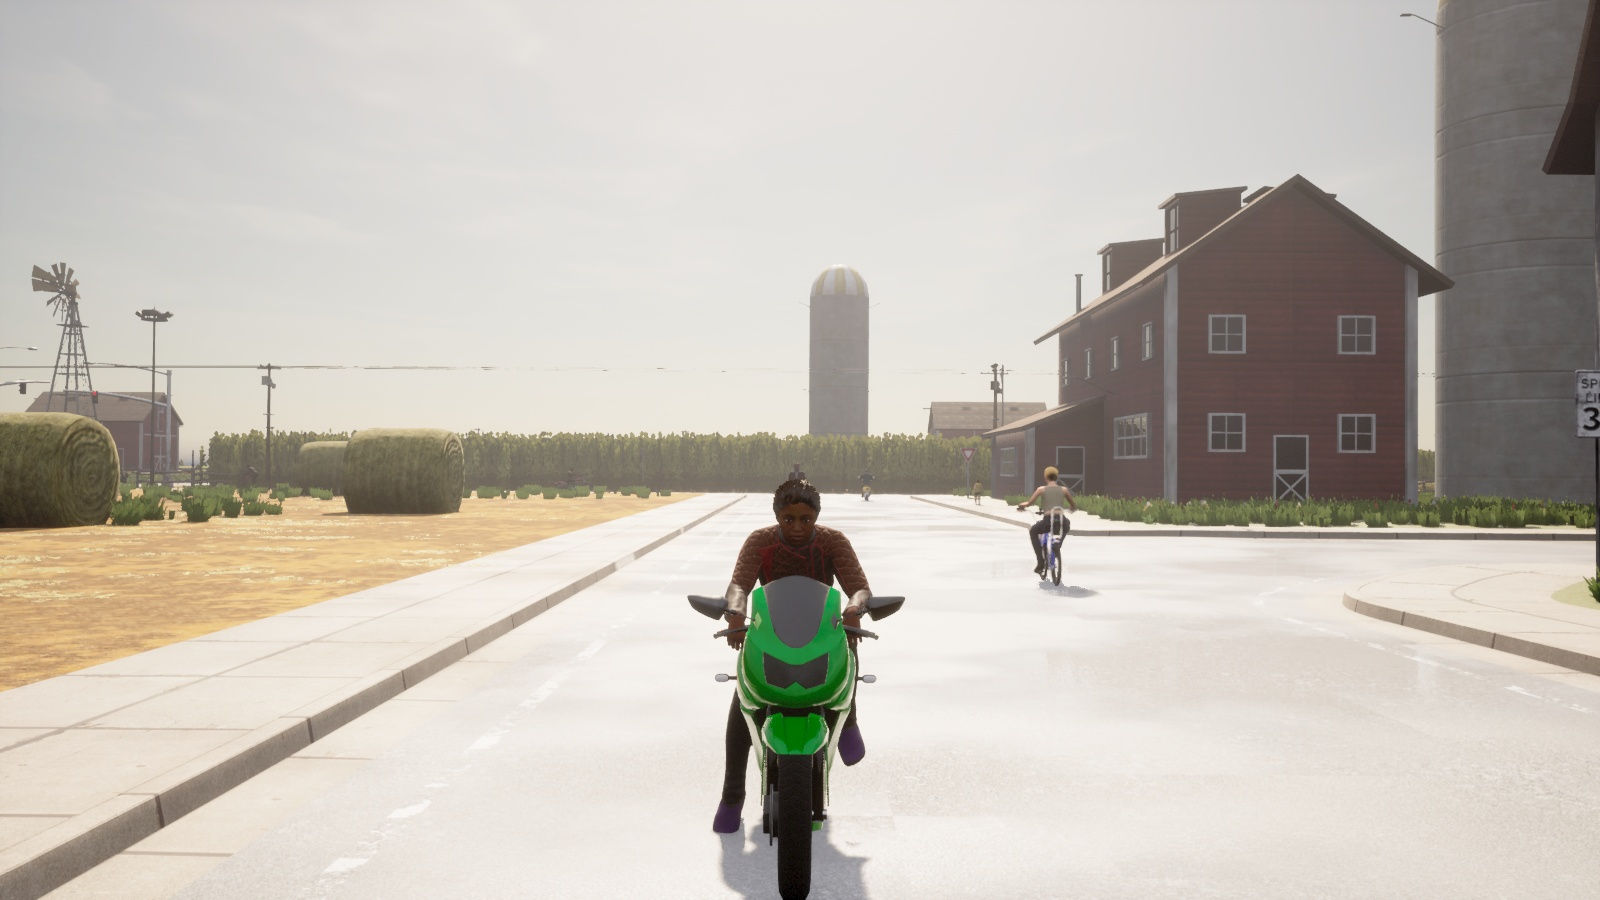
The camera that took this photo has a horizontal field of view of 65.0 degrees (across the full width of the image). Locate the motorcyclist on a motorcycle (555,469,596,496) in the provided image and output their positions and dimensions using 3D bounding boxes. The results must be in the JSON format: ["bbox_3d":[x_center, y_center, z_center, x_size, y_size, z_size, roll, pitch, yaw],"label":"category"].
[{"bbox_3d":[-13.567,1.951,75.946,2.350,1.649,0.766,0,-1,1],"label":"motorcyclist on a motorcycle"}]

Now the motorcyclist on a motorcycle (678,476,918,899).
[{"bbox_3d":[-0.010,0.878,5.209,0.797,1.523,2.044,0,-1,0],"label":"motorcyclist on a motorcycle"}]

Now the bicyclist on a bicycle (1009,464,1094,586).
[{"bbox_3d":[3.452,1.008,17.366,0.866,1.612,1.509,0,-1,0],"label":"bicyclist on a bicycle"}]
